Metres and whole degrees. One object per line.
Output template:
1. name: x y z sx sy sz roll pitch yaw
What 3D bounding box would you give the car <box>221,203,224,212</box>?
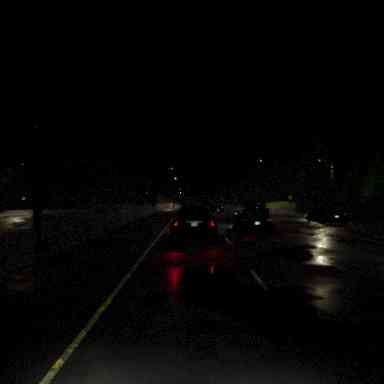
1. car: 3.585 2.244 48.527 1.895 1.301 4.718 0 -1 0

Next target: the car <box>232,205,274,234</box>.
1. car: 3.597 1.717 20.289 1.994 1.385 4.181 0 -1 0

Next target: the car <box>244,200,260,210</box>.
1. car: 10.536 2.261 58.668 2.097 1.767 4.553 0 -2 -1

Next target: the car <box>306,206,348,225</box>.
1. car: 10.596 1.791 26.347 1.994 1.385 4.181 0 -1 0

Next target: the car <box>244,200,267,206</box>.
1. car: 7.092 1.855 36.306 2.128 1.511 4.902 0 -1 0

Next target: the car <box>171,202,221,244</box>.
1. car: 0.097 1.461 16.587 2.097 1.767 4.553 0 -1 0

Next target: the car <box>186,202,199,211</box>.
1. car: 0.057 2.427 56.659 1.994 1.385 4.181 0 -1 0
